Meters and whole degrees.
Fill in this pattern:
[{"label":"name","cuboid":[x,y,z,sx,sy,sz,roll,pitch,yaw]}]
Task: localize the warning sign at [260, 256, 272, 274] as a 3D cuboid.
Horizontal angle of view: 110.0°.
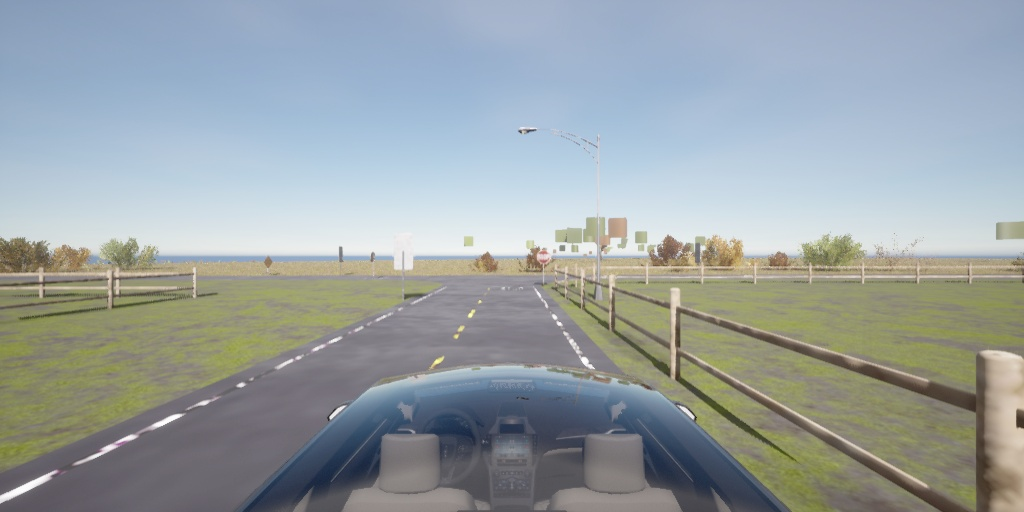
[{"label":"warning sign","cuboid":[-25.386,0.902,37.277,1.060,1.860,1.300,0,0,0]}]
